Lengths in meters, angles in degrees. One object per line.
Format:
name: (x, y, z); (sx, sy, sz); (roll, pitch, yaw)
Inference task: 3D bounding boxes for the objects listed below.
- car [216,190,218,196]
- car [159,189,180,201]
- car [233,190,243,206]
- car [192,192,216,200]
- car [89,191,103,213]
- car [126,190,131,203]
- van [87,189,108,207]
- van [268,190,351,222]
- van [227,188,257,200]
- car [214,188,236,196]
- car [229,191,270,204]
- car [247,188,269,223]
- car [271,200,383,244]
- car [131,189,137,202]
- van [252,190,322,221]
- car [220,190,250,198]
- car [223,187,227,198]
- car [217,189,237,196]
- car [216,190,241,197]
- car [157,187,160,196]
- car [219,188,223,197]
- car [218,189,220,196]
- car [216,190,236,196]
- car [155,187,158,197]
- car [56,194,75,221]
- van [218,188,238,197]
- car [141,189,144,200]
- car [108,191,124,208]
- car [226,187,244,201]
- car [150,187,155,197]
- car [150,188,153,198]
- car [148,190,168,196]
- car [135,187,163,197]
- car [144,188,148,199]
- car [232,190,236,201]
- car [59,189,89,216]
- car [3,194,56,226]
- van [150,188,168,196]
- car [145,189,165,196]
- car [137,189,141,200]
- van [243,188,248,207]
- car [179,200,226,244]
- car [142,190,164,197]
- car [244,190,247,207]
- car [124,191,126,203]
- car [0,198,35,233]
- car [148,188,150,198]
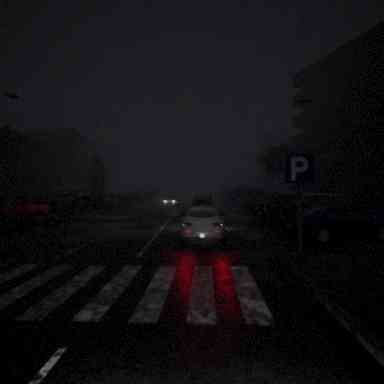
car: (8.219, 0.339, 68.493); (5.366, 1.575, 1.946); (1, 1, -18)
car: (-3.493, 0.597, 53.342); (2.033, 1.411, 5.357); (0, 1, 2)
car: (7.399, 0.897, 35.573); (4.892, 1.521, 2.231); (0, 1, -18)
car: (0.980, 0.972, 30.247); (1.882, 1.535, 5.008); (0, 1, 2)
car: (-10.404, 0.998, 28.042); (5.008, 1.535, 2.097); (-1, 1, -19)
car: (-10.134, 0.804, 39.799); (4.792, 1.488, 2.163); (-1, 1, -19)
van: (-10.456, 0.719, 30.941); (4.442, 1.987, 1.878); (-1, 1, -19)
van: (6.623, 1.020, 17.617); (4.442, 1.987, 1.878); (0, 1, -17)
van: (8.093, 0.323, 53.630); (4.442, 1.987, 1.878); (0, 1, -18)
car: (9.165, 0.092, 92.465); (5.566, 2.045, 2.435); (1, 0, -18)
car: (7.735, 0.722, 44.604); (4.892, 1.521, 2.231); (0, 1, -18)
car: (6.638, 0.935, 20.560); (5.566, 2.045, 2.435); (1, 1, -17)
car: (6.352, 1.302, 14.591); (5.008, 1.535, 2.097); (0, 1, -17)
car: (-10.106, 0.719, 42.725); (5.008, 1.535, 2.097); (-1, 1, -19)
van: (6.705, 0.902, 23.530); (4.442, 1.987, 1.878); (0, 1, -17)
car: (8.482, 0.372, 65.619); (5.366, 1.575, 1.946); (1, 0, -18)
car: (7.856, 0.412, 47.612); (5.566, 2.045, 2.435); (0, 1, -18)
car: (8.840, 0.171, 83.502); (4.553, 1.767, 2.185); (1, 0, -18)
car: (8.497, 0.293, 77.462); (5.366, 1.575, 1.946); (1, 0, -18)
car: (-9.502, 0.336, 66.189); (5.008, 1.535, 2.097); (-1, 1, -18)
car: (7.881, 0.491, 56.529); (5.366, 1.575, 1.946); (1, 1, -18)
car: (8.166, 0.197, 59.587); (5.566, 2.045, 2.435); (1, 1, -18)
car: (9.104, 0.352, 89.501); (4.792, 1.488, 2.163); (1, -1, -18)
car: (-9.573, 0.366, 63.258); (5.008, 1.535, 2.097); (-1, 1, -18)
car: (-10.526, 1.141, 22.132); (4.792, 1.488, 2.163); (-1, 1, -19)
van: (8.663, 0.066, 80.474); (4.442, 1.987, 1.878); (1, 0, -18)
car: (-9.953, 0.609, 48.589); (4.892, 1.521, 2.231); (-1, 1, -19)
car: (-10.108, 0.880, 33.980); (5.366, 1.575, 1.946); (-1, 1, -19)
car: (7.663, 0.528, 41.597); (5.566, 2.045, 2.435); (0, 1, -18)
car: (-9.632, 0.279, 60.326); (4.553, 1.767, 2.185); (-1, 1, -18)
car: (-9.743, 0.489, 57.398); (4.674, 1.452, 2.002); (-1, 1, -18)
car: (-8.851, 0.278, 86.716); (5.008, 1.535, 2.097); (-1, 0, -18)
car: (-9.352, 0.039, 72.039); (5.566, 2.045, 2.435); (-1, 1, -18)
car: (-9.884, 0.552, 51.526); (5.008, 1.535, 2.097); (-1, 1, -19)
car: (7.542, 0.868, 38.590); (4.792, 1.488, 2.163); (0, 1, -18)
car: (-10.420, 0.929, 25.097); (4.553, 1.767, 2.185); (-1, 1, -19)
car: (-10.520, 1.041, 19.198); (4.553, 1.767, 2.185); (-1, 1, -19)
van: (-8.855, 0.069, 89.613); (4.442, 1.987, 1.878); (-1, 0, -18)
car: (-9.013, 0.138, 80.857); (4.553, 1.767, 2.185); (-1, 0, -18)
car: (-10.026, 0.664, 45.658); (4.892, 1.521, 2.231); (-1, 1, -19)
van: (7.225, 0.788, 29.605); (4.442, 1.987, 1.878); (0, 1, -17)
car: (0.462, 1.321, 14.592); (1.812, 1.442, 4.674); (0, 1, 2)
car: (-9.132, 0.268, 77.921); (4.892, 1.521, 2.231); (-1, 0, -18)
car: (6.935, 0.945, 26.562); (4.553, 1.767, 2.185); (0, 1, -17)
car: (-10.232, 0.831, 36.855); (5.008, 1.535, 2.097); (-1, 1, -19)
car: (-10.570, 1.252, 16.257); (4.792, 1.488, 2.163); (-1, 1, -19)
car: (-9.787, 0.373, 54.463); (4.553, 1.767, 2.185); (-1, 1, -18)
